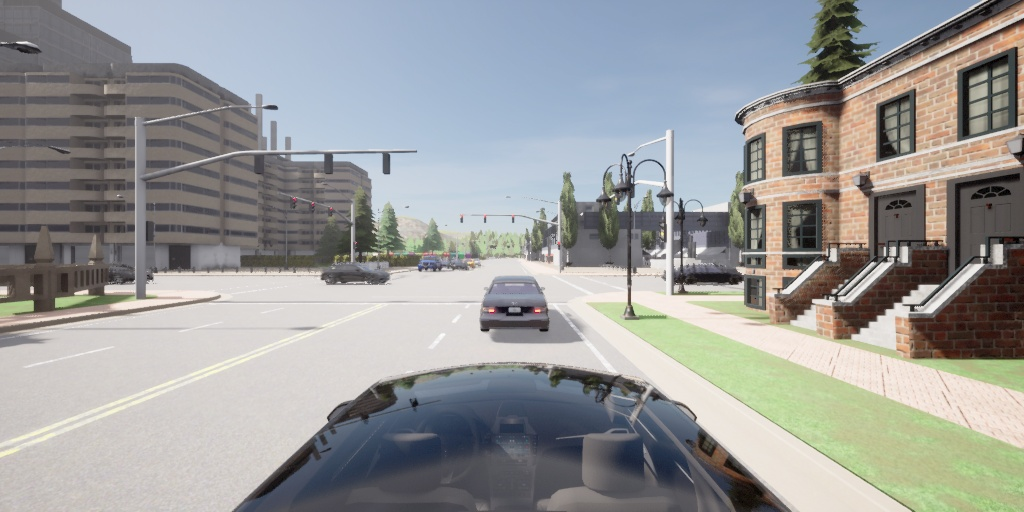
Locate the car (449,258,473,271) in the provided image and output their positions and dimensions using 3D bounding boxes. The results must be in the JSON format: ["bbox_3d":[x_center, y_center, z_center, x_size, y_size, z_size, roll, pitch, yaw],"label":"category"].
[{"bbox_3d":[-7.135,1.314,50.272,1.994,1.385,4.181,0,0,0],"label":"car"}]

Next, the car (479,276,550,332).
[{"bbox_3d":[0.072,1.297,10.846,2.033,1.411,5.357,0,0,0],"label":"car"}]

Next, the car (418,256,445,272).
[{"bbox_3d":[-10.640,0.971,46.874,2.150,2.045,5.566,0,0,0],"label":"car"}]

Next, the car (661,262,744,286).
[{"bbox_3d":[13.352,1.298,25.023,5.357,1.411,2.033,0,0,-1],"label":"car"}]

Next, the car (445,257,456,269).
[{"bbox_3d":[-10.651,1.297,57.447,2.033,1.411,5.357,0,0,0],"label":"car"}]

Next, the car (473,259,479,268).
[{"bbox_3d":[-7.139,1.227,59.361,1.882,1.535,5.008,0,0,0],"label":"car"}]

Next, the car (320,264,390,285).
[{"bbox_3d":[-11.031,1.275,25.291,4.674,1.442,1.812,0,0,2],"label":"car"}]

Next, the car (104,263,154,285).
[{"bbox_3d":[-28.377,1.254,25.387,4.892,1.490,1.837,0,0,0],"label":"car"}]

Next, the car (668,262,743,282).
[{"bbox_3d":[15.424,1.241,28.809,4.902,1.511,2.128,0,0,-1],"label":"car"}]
